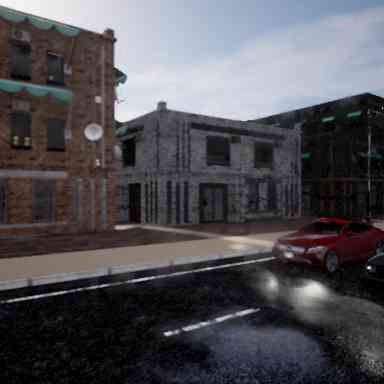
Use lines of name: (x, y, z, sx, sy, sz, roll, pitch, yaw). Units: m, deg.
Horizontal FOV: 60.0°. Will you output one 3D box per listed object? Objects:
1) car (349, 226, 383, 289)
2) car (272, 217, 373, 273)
car: (6.383, 1.610, 8.246, 5.357, 1.411, 2.033, 0, 0, -36)
car: (4.712, 1.590, 11.044, 4.674, 1.442, 1.812, 0, 0, -36)
